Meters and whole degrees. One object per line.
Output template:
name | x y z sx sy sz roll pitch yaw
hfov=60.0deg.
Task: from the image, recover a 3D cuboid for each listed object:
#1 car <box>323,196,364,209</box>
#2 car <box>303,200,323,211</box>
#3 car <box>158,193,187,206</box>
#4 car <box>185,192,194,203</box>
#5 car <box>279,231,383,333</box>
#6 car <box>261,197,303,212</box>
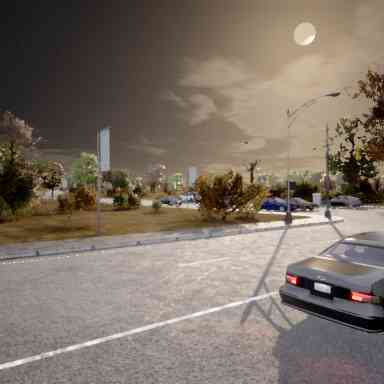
car | 18.518 1.258 40.913 2.128 1.511 4.902 -1 0 -39
car | 11.656 1.364 37.947 2.033 1.411 5.357 -1 0 -39
car | -3.428 1.340 51.032 2.128 1.511 4.902 -1 0 -39
car | -0.500 1.003 64.401 2.150 2.045 5.566 -1 1 -39
car | 4.064 1.529 6.673 5.357 1.411 2.033 0 0 -36
car | 8.876 1.319 35.813 1.882 1.535 5.008 -1 0 -40
